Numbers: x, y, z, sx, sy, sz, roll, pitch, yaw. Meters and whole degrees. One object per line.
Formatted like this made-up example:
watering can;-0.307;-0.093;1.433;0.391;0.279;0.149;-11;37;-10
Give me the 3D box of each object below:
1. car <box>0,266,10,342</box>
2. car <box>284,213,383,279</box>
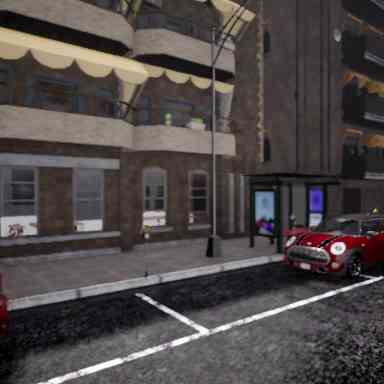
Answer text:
car;-4.617;1.323;3.268;5.009;1.841;2.192;0;0;-36
car;4.581;1.403;9.829;4.097;1.590;1.967;0;0;-36
